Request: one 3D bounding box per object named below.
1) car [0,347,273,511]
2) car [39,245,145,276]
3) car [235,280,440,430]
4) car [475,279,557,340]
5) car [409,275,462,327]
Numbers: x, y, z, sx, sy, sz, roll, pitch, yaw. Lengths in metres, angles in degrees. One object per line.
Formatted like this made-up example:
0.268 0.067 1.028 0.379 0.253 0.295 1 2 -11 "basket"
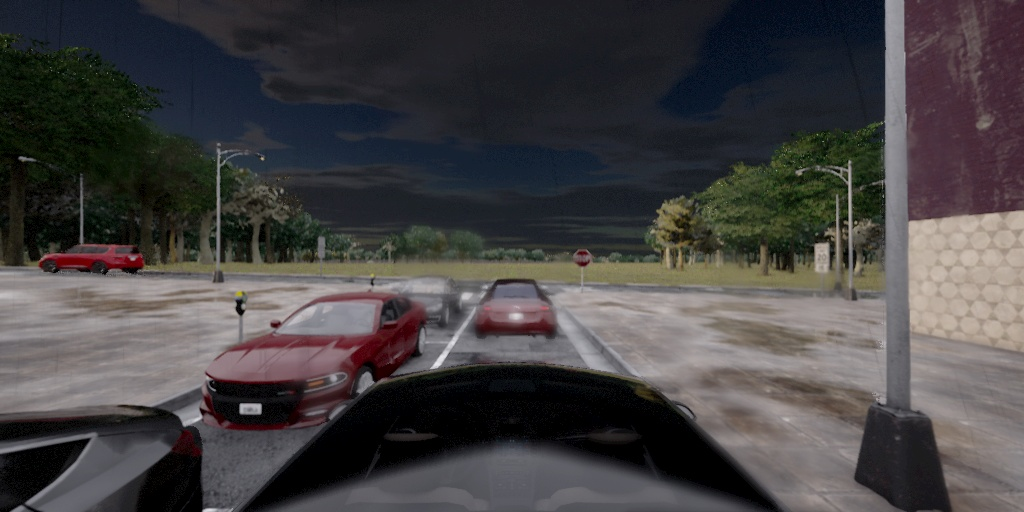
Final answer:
-2.638 1.315 0.316 1.948 1.339 4.313 0 0 0 "car"
-28.929 0.241 24.840 5.566 2.045 2.150 2 -1 0 "car"
-2.635 1.297 5.856 1.888 1.381 4.507 0 0 0 "car"
0.098 1.317 9.998 1.994 1.385 4.181 0 0 0 "car"
-2.633 1.304 11.398 2.007 1.370 4.403 0 0 0 "car"
